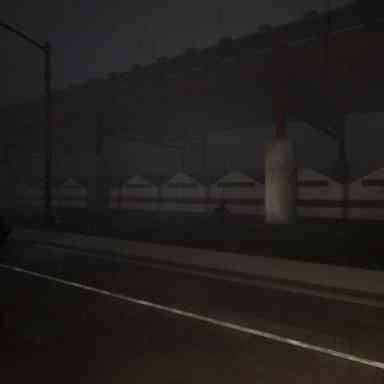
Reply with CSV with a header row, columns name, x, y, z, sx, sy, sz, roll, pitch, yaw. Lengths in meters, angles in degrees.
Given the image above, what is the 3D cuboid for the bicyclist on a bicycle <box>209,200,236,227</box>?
name,x,y,z,sx,sy,sz,roll,pitch,yaw
bicyclist on a bicycle,1.816,1.296,19.744,1.656,1.620,0.582,2,0,-10

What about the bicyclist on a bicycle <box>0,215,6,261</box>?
name,x,y,z,sx,sy,sz,roll,pitch,yaw
bicyclist on a bicycle,-6.563,1.432,9.752,1.656,1.620,0.582,-2,2,-21

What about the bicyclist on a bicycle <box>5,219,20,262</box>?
name,x,y,z,sx,sy,sz,roll,pitch,yaw
bicyclist on a bicycle,-6.187,1.373,10.503,1.656,1.620,0.582,4,-2,1
